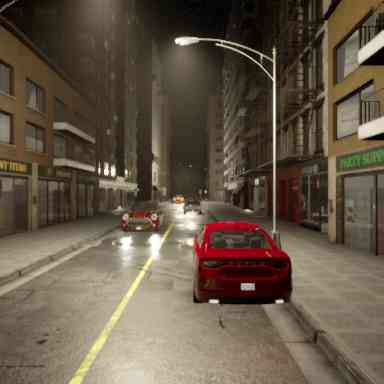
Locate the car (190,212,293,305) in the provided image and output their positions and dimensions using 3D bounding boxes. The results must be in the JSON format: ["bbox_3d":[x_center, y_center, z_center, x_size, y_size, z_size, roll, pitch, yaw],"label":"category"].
[{"bbox_3d":[0.963,1.479,8.201,1.882,1.535,5.008,0,0,0],"label":"car"}]

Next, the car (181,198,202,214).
[{"bbox_3d":[0.078,1.614,35.645,1.895,1.301,4.718,0,0,0],"label":"car"}]

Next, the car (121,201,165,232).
[{"bbox_3d":[-2.849,1.355,20.103,2.097,1.767,4.553,0,0,0],"label":"car"}]

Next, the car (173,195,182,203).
[{"bbox_3d":[-2.745,1.404,67.936,2.097,1.767,4.553,0,0,0],"label":"car"}]
